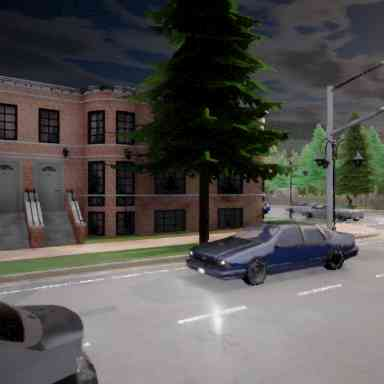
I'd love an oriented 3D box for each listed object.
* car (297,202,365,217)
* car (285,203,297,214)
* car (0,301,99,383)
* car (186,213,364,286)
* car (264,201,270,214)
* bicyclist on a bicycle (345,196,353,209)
[{"bbox_3d":[10.953,1.601,26.141,1.895,1.301,4.718,0,0,-30],"label":"car"},{"bbox_3d":[11.384,1.601,32.283,1.895,1.301,4.718,0,0,-31],"label":"car"},{"bbox_3d":[-2.999,1.505,1.728,4.892,1.490,1.837,0,0,-36],"label":"car"},{"bbox_3d":[2.512,1.547,9.549,5.357,1.411,2.033,0,0,-31],"label":"car"},{"bbox_3d":[5.728,1.221,34.959,2.150,2.045,5.566,0,0,-31],"label":"car"},{"bbox_3d":[19.180,1.301,40.651,1.656,1.620,0.582,0,0,-31],"label":"bicyclist on a bicycle"}]
